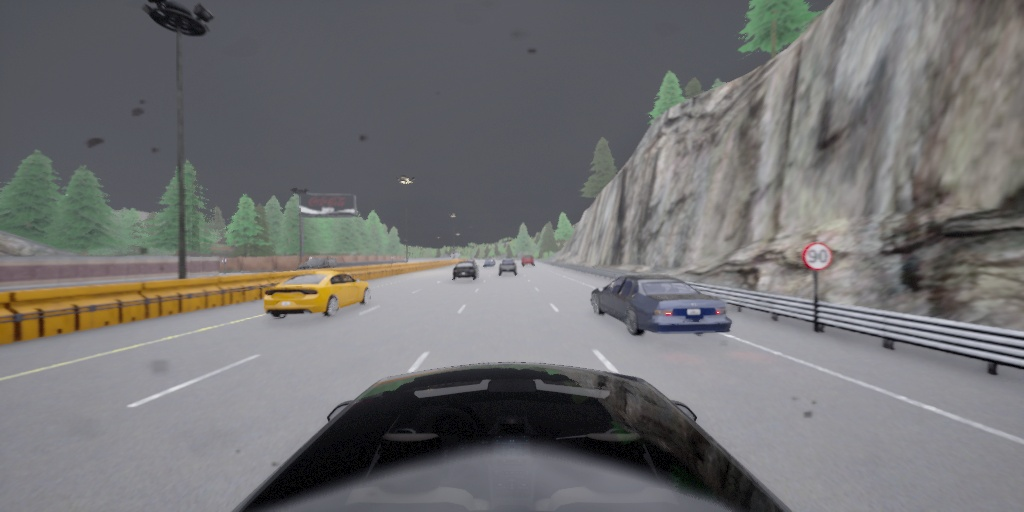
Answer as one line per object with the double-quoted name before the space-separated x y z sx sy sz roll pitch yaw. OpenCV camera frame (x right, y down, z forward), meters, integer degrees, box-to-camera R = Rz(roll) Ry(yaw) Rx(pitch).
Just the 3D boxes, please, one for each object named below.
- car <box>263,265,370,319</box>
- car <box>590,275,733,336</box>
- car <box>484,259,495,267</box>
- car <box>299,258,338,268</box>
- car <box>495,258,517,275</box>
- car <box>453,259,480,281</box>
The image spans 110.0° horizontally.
"car" -6.993 1.306 13.473 1.882 1.535 5.008 -1 0 -1
"car" 3.738 1.233 10.123 2.033 1.411 5.357 -1 0 -3
"car" -3.956 1.254 64.076 2.033 1.411 5.357 -1 0 0
"car" -21.525 1.205 40.120 2.150 2.045 5.566 -1 0 0
"car" -0.418 1.189 38.529 2.128 1.511 4.902 -1 0 0
"car" -3.872 1.236 30.844 1.882 1.535 5.008 -1 0 -1
